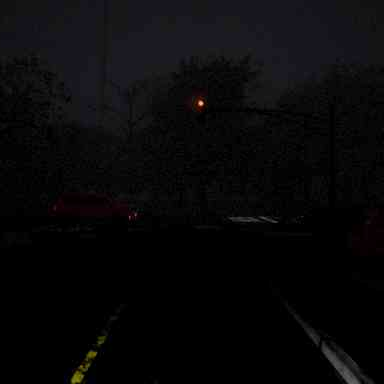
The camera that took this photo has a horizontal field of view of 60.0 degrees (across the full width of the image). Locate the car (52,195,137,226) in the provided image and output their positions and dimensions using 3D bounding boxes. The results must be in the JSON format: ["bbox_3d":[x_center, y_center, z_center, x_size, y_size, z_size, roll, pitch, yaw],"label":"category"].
[{"bbox_3d":[-6.654,1.206,22.892,5.566,2.045,2.150,0,0,0],"label":"car"}]

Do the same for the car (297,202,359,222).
[{"bbox_3d":[10.908,1.648,26.397,4.718,1.301,1.895,0,0,-1],"label":"car"}]
